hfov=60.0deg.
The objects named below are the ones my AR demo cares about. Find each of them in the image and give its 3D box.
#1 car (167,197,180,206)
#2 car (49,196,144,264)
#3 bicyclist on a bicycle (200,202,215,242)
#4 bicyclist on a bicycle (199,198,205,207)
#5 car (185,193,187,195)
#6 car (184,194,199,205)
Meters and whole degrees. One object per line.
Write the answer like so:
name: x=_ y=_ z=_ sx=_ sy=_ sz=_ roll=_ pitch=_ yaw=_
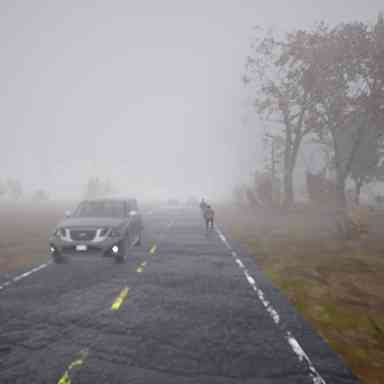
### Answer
car: x=-3.065 y=1.521 z=54.406 sx=1.895 sy=1.301 sz=4.718 roll=0 pitch=0 yaw=0
car: x=-3.103 y=1.204 z=12.099 sx=2.150 sy=2.045 sz=5.566 roll=0 pitch=0 yaw=0
bicyclist on a bicycle: x=0.809 y=1.428 z=15.390 sx=0.582 sy=1.620 sz=1.656 roll=-1 pitch=0 yaw=0
bicyclist on a bicycle: x=0.811 y=1.333 z=24.275 sx=0.659 sy=1.776 sz=1.843 roll=-1 pitch=0 yaw=0
car: x=-0.011 y=1.247 z=73.982 sx=2.097 sy=1.767 sz=4.553 roll=0 pitch=0 yaw=0
car: x=0.085 y=1.483 z=55.764 sx=1.994 sy=1.385 sz=4.181 roll=0 pitch=0 yaw=0
